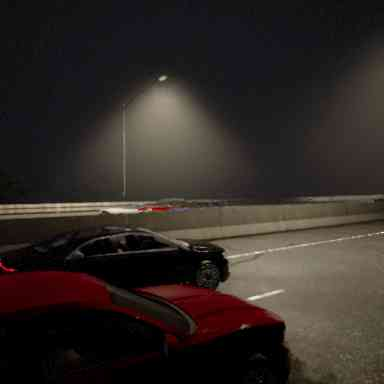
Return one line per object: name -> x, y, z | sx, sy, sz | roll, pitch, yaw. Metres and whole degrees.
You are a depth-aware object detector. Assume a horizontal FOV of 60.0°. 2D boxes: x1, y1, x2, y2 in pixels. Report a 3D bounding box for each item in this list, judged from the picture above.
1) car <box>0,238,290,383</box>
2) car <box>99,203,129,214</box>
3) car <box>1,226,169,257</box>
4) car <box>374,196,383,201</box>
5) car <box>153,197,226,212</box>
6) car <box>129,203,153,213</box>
car -> -1.255, 1.474, 2.852 | 5.008, 1.535, 1.882 | 0, 0, -35
car -> -4.840, 1.529, 26.334 | 4.718, 1.301, 1.895 | 0, 0, -35
car -> -1.367, 1.473, 7.070 | 4.902, 1.511, 2.128 | 0, 0, -35
car -> 29.879, 1.235, 51.020 | 4.718, 1.301, 1.895 | -1, 0, -35
car -> 0.171, 1.273, 21.310 | 4.553, 1.767, 2.097 | 0, 0, -35
car -> -1.864, 1.273, 24.158 | 4.553, 1.767, 2.097 | 0, 0, -35
